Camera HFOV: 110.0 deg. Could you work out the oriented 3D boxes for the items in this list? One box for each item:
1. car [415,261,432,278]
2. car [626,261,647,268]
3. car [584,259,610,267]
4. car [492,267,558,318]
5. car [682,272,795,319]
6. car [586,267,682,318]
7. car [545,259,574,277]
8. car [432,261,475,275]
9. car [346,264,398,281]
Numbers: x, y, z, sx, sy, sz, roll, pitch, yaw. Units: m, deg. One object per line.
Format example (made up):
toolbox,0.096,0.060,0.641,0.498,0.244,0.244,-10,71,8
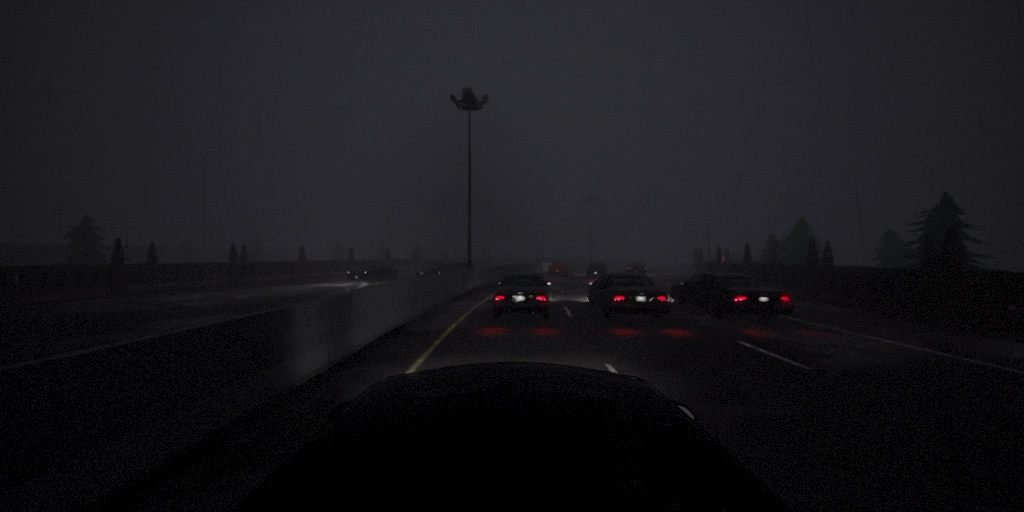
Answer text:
car,-7.006,1.214,32.659,2.128,1.511,4.902,0,0,15
car,12.127,1.247,34.916,1.812,1.442,4.674,0,0,19
car,8.091,1.227,33.852,1.837,1.490,4.892,0,0,17
car,0.429,1.288,12.999,2.033,1.411,5.357,0,0,4
car,7.430,1.289,12.803,2.033,1.411,5.357,0,0,5
car,3.934,1.288,12.893,2.033,1.411,5.357,0,0,5
car,4.959,1.198,35.504,1.882,1.535,5.008,0,0,18
car,-4.337,1.231,28.891,1.837,1.490,4.892,0,0,13
car,-11.391,1.326,29.506,1.895,1.301,4.718,0,0,12
